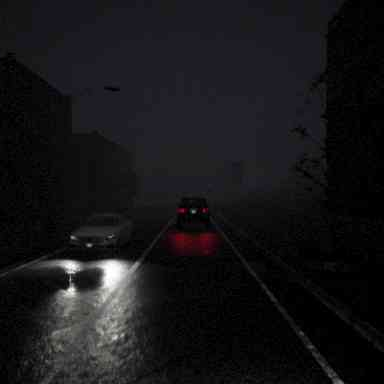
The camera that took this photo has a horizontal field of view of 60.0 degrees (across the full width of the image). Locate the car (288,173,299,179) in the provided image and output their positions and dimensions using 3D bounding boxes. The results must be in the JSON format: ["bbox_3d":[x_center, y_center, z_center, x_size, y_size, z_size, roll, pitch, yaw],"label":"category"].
[{"bbox_3d":[22.827,-3.326,70.700,2.185,1.767,4.553,0,1,-5],"label":"car"}]

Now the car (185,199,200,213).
[{"bbox_3d":[0.048,1.748,42.130,1.882,1.535,5.008,0,0,0],"label":"car"}]

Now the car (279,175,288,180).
[{"bbox_3d":[22.352,-3.265,76.204,2.097,1.535,5.008,0,1,-4],"label":"car"}]

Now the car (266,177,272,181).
[{"bbox_3d":[21.753,-3.389,87.283,2.231,1.521,4.892,0,0,-1],"label":"car"}]

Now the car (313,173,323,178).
[{"bbox_3d":[24.163,-3.029,59.535,2.002,1.452,4.674,0,1,-7],"label":"car"}]

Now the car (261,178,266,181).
[{"bbox_3d":[21.617,-3.430,92.802,2.231,1.521,4.892,0,0,-1],"label":"car"}]

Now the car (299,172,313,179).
[{"bbox_3d":[23.454,-3.104,65.008,2.163,1.488,4.792,0,1,-6],"label":"car"}]

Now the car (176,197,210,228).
[{"bbox_3d":[0.073,1.373,23.609,2.150,2.045,5.566,0,0,0],"label":"car"}]

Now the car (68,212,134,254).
[{"bbox_3d":[-3.599,1.616,13.972,1.812,1.442,4.674,0,0,0],"label":"car"}]

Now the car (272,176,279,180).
[{"bbox_3d":[21.993,-3.289,81.741,2.002,1.452,4.674,0,1,-3],"label":"car"}]
